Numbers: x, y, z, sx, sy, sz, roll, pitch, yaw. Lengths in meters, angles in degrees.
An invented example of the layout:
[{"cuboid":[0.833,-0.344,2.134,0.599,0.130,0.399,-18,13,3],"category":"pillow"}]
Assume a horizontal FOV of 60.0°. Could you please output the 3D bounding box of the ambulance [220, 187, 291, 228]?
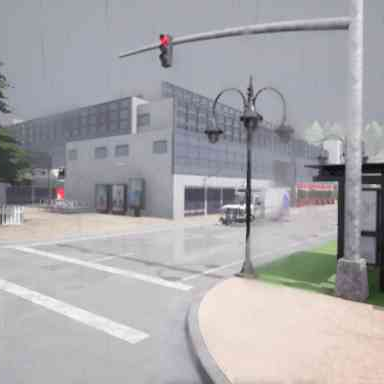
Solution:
[{"cuboid":[4.332,0.924,22.302,2.351,2.431,6.366,1,1,39],"category":"ambulance"}]
